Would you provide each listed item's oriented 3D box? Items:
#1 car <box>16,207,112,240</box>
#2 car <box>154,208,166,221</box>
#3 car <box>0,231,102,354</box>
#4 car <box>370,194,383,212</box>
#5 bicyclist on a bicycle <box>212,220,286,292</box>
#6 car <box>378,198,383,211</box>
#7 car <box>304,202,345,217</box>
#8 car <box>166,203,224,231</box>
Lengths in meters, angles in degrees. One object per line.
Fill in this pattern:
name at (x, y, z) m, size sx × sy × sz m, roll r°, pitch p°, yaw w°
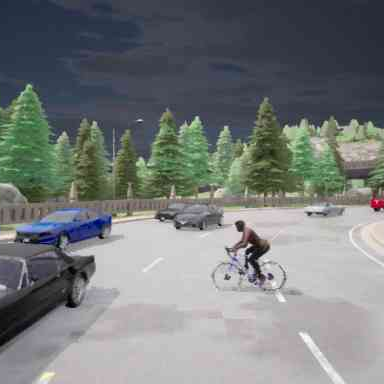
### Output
car at (-5.363, 1.478, 14.546) m, size 1.882 × 1.535 × 5.008 m, roll 0°, pitch 0°, yaw 16°
car at (-0.748, 1.547, 26.473) m, size 2.033 × 1.411 × 5.357 m, roll 0°, pitch 0°, yaw 31°
car at (-3.218, 1.601, 5.244) m, size 1.895 × 1.301 × 4.718 m, roll 0°, pitch 0°, yaw 4°
car at (22.934, 1.221, 37.809) m, size 5.566 × 2.045 × 2.150 m, roll 0°, pitch 0°, yaw -22°
bicyclist on a bicycle at (1.260, 1.454, 7.482) m, size 1.656 × 1.620 × 0.582 m, roll -2°, pitch 0°, yaw 6°
car at (21.453, 1.547, 33.160) m, size 5.357 × 1.411 × 2.033 m, roll 0°, pitch 0°, yaw -29°
car at (12.526, 1.601, 31.204) m, size 4.718 × 1.301 × 1.895 m, roll 0°, pitch 0°, yaw -42°
car at (0.539, 1.505, 20.915) m, size 1.837 × 1.490 × 4.892 m, roll 0°, pitch 0°, yaw 26°
